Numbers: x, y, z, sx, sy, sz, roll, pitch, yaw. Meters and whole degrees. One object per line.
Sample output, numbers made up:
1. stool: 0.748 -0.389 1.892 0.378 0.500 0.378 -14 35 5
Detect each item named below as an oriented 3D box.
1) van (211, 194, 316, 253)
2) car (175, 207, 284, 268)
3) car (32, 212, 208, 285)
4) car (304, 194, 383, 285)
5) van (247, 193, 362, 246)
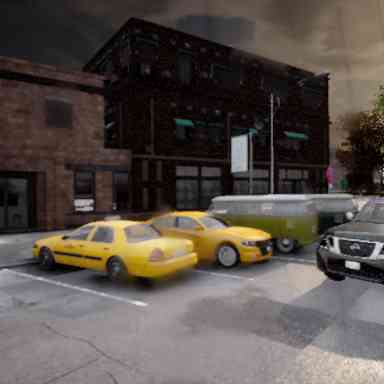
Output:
1. van: 2.470 1.141 12.899 4.442 1.987 1.878 -1 0 34
2. car: 0.157 1.417 11.074 5.008 1.535 2.097 -1 0 34
3. car: -2.416 1.462 9.397 5.366 1.575 1.946 -1 0 34
4. car: 5.531 1.104 8.474 5.566 2.045 2.150 -1 1 -36
5. van: 4.889 1.088 14.673 4.442 1.987 1.878 -1 0 34
